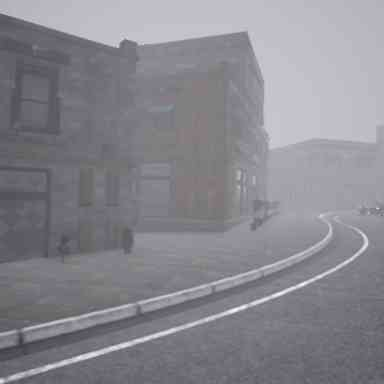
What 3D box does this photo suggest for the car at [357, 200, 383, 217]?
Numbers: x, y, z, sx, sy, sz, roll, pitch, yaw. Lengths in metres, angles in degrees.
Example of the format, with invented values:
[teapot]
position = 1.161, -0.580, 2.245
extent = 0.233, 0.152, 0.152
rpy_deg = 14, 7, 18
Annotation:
[car]
position = 16.276, 1.387, 28.816
extent = 4.718, 1.301, 1.895
rpy_deg = 0, 0, -38
